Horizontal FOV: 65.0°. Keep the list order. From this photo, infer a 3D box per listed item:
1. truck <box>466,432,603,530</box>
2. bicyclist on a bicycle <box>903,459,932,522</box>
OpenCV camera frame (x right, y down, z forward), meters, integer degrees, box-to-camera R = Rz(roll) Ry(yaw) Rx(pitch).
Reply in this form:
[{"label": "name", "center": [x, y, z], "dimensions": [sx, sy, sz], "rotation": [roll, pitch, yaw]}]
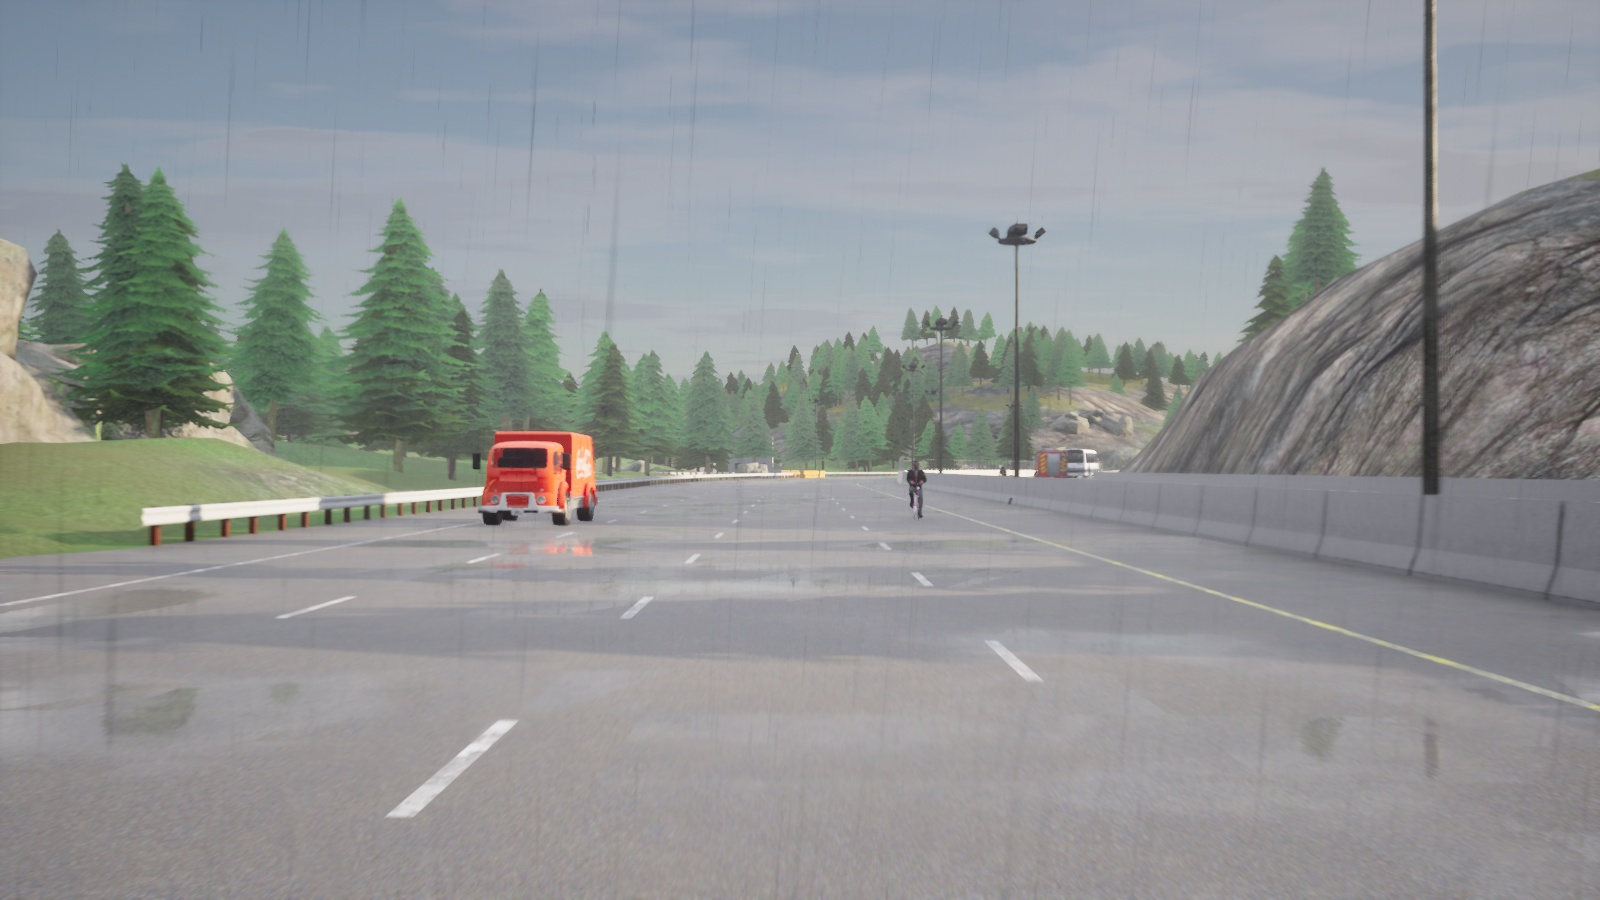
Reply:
[{"label": "truck", "center": [-7.083, 0.814, 34.165], "dimensions": [2.627, 2.467, 5.204], "rotation": [0, -1, 0]}, {"label": "bicyclist on a bicycle", "center": [3.412, 1.164, 36.703], "dimensions": [0.659, 1.776, 1.843], "rotation": [0, -1, 0]}]
